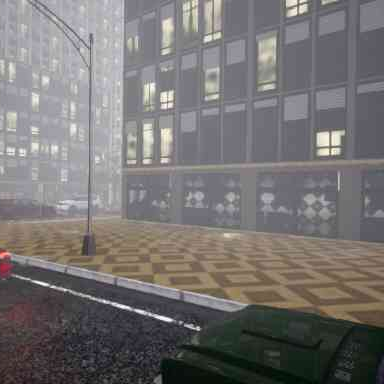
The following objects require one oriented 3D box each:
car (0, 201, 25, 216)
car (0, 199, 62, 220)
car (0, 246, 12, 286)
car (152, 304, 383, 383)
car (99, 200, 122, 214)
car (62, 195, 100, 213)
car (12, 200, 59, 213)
[{"bbox_3d":[-19.542,1.637,33.386,1.812,1.442,4.674,1,0,37],"label":"car"},{"bbox_3d":[-14.874,1.519,29.961,2.192,1.841,5.009,1,0,36],"label":"car"},{"bbox_3d":[-6.128,1.521,8.019,4.674,1.442,1.812,0,0,35],"label":"car"},{"bbox_3d":[1.983,1.601,2.272,4.718,1.301,1.895,0,0,35],"label":"car"},{"bbox_3d":[-8.099,1.830,39.189,1.752,1.417,4.829,1,0,36],"label":"car"},{"bbox_3d":[-13.831,1.414,41.144,2.150,2.045,5.566,1,1,36],"label":"car"},{"bbox_3d":[-18.395,1.643,39.327,1.752,1.417,4.829,1,0,36],"label":"car"}]
